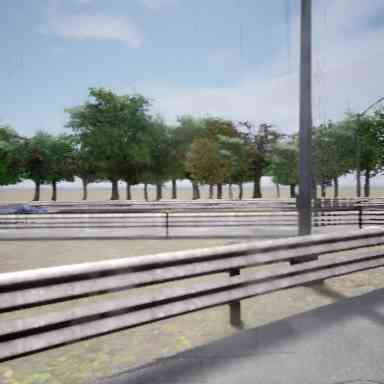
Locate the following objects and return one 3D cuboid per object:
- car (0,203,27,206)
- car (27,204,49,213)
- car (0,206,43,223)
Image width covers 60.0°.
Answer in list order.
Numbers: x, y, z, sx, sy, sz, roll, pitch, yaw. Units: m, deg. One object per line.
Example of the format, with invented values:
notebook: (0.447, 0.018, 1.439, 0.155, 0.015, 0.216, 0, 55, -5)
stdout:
car: (-16.324, 1.642, 26.872, 4.553, 1.767, 2.097, -1, 1, 1)
car: (-15.530, 1.763, 30.355, 4.674, 1.442, 1.812, -1, 1, 1)
car: (-13.422, 1.883, 23.371, 4.718, 1.301, 1.895, -1, 1, 1)
